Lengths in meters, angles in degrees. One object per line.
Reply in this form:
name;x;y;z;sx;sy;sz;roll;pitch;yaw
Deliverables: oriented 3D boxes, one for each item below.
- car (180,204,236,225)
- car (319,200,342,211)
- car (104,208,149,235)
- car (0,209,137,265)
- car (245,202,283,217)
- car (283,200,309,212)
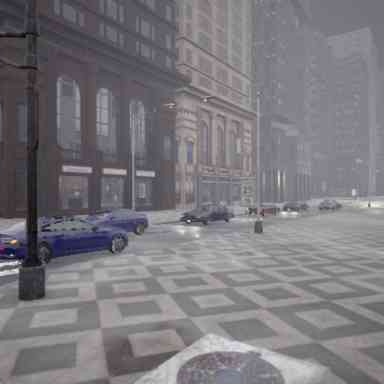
car;1.342;1.616;25.035;2.033;1.411;5.357;0;0;36
car;17.612;1.675;42.240;2.033;1.411;5.357;0;0;36
car;-4.252;1.565;17.221;1.812;1.442;4.674;0;0;37
car;-4.404;1.545;11.596;1.812;1.442;4.674;1;0;40
car;7.036;1.697;32.971;1.895;1.301;4.718;0;0;36
car;12.935;1.671;41.131;2.033;1.411;5.357;0;0;36
